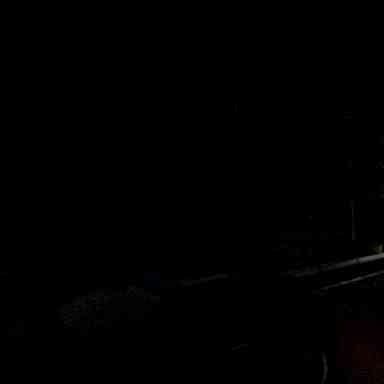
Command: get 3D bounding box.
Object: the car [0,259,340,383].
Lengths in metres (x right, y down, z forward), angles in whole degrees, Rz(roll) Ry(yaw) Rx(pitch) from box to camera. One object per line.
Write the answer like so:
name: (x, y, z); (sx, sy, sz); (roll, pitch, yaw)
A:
car: (-0.313, 1.524, 3.450); (4.674, 1.442, 1.812); (0, 0, -35)
